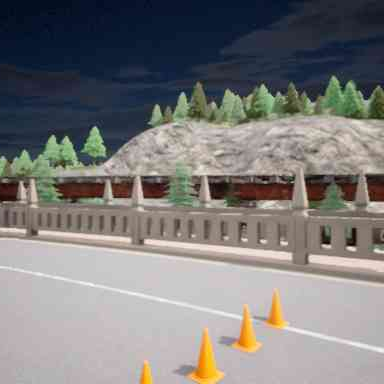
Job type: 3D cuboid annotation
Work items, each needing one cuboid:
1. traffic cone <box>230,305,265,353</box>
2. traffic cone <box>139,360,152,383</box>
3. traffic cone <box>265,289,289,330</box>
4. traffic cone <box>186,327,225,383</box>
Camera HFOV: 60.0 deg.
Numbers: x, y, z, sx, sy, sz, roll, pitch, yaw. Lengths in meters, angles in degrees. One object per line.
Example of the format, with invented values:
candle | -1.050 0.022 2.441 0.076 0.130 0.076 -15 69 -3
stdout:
traffic cone | 0.785 1.938 4.819 0.340 0.580 0.340 0 0 38
traffic cone | -0.455 1.947 3.251 0.340 0.580 0.340 0 0 38
traffic cone | 1.406 1.933 5.603 0.340 0.580 0.340 0 0 38
traffic cone | 0.165 1.943 4.035 0.340 0.580 0.340 0 0 38
